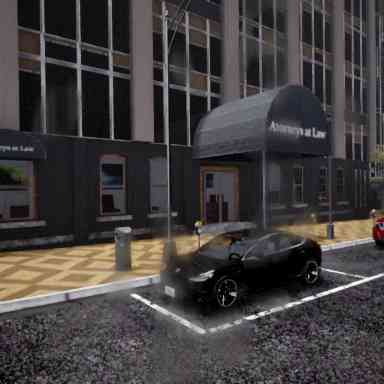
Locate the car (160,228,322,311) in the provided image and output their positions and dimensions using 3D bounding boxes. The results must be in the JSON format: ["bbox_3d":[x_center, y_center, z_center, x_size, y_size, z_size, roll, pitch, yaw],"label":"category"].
[{"bbox_3d":[1.309,1.564,7.792,4.313,1.339,1.947,0,-1,-37],"label":"car"}]

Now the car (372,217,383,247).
[{"bbox_3d":[9.590,1.310,13.987,5.009,1.841,2.192,0,-1,-37],"label":"car"}]
